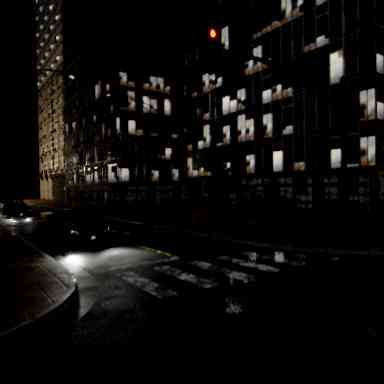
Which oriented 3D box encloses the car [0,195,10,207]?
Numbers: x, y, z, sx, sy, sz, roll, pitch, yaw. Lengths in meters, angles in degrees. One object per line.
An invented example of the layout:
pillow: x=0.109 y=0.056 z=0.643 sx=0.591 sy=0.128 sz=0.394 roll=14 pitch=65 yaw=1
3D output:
car: x=-24.861 y=1.143 z=42.886 sx=1.895 sy=1.301 sz=4.718 roll=-2 pitch=1 yaw=-35

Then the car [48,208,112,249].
car: x=-5.081 y=1.471 z=14.693 sx=1.812 sy=1.442 sz=4.674 roll=-2 pitch=1 yaw=-34

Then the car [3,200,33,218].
car: x=-15.658 y=1.466 z=29.695 sx=2.033 sy=1.411 sz=5.357 roll=-2 pitch=1 yaw=-35
